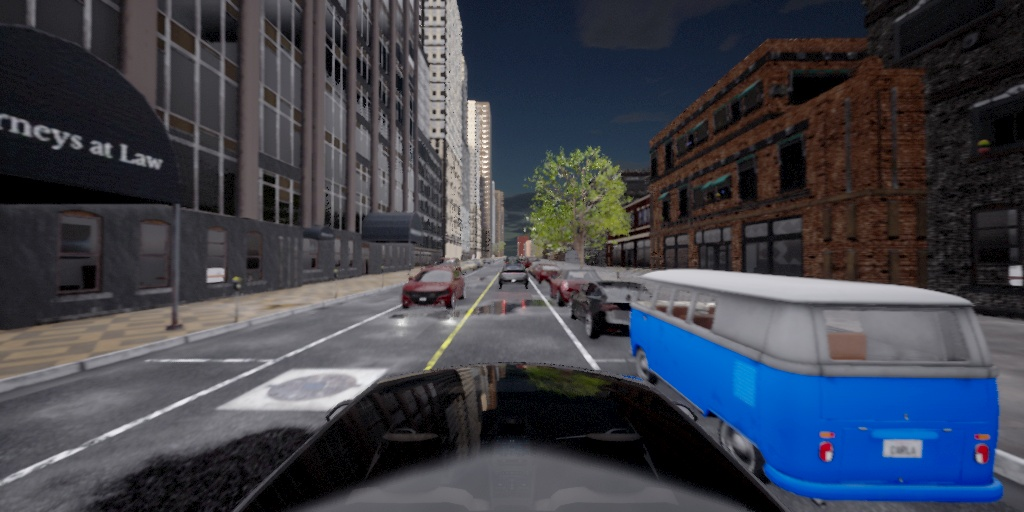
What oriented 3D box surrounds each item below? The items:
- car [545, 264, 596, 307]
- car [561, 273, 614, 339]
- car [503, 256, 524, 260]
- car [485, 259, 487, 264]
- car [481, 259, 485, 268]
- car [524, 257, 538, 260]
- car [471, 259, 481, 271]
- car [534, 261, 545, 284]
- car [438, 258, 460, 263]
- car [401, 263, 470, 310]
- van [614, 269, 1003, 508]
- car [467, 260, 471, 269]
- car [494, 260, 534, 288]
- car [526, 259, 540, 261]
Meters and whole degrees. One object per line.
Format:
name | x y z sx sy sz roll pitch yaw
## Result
car | 2.692 1.193 15.419 1.967 1.591 4.097 0 0 0
car | 2.692 1.318 9.873 1.948 1.339 4.313 0 0 0
car | 0.102 0.965 45.183 2.150 2.045 5.566 0 0 0
car | -5.686 1.258 59.618 1.751 1.417 4.829 0 0 0
car | -5.687 1.302 54.243 1.948 1.339 4.313 0 0 0
car | 2.694 1.056 48.697 2.192 1.841 5.009 0 0 0
car | -5.687 1.266 48.525 1.751 1.417 4.829 0 0 0
car | 2.693 1.297 26.513 1.888 1.381 4.507 0 0 0
car | -5.688 1.065 32.057 2.192 1.841 5.009 0 0 0
car | -3.093 1.230 14.965 1.882 1.535 5.008 0 0 0
van | 2.691 1.092 4.327 1.690 1.789 3.998 0 0 0
car | -5.687 1.273 37.433 1.751 1.417 4.829 0 0 0
car | 0.100 1.244 23.644 2.128 1.511 4.902 0 0 0
car | 2.694 1.273 37.775 1.751 1.417 4.829 0 0 0
